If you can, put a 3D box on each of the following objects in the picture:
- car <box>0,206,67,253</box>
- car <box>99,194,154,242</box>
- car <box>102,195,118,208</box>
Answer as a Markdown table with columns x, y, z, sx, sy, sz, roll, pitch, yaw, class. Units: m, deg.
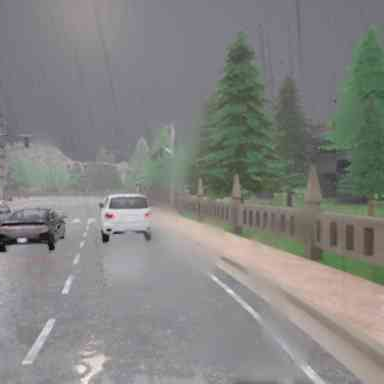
| x | y | z | sx | sy | sz | roll | pitch | yaw | class |
| --- | --- | --- | --- | --- | --- | --- | --- | --- | --- |
| -6.273 | 1.394 | 13.456 | 2.128 | 1.511 | 4.902 | 0 | 0 | -14 | car |
| -3.186 | 1.092 | 15.867 | 2.150 | 2.045 | 5.566 | 0 | 1 | -15 | car |
| -10.390 | 1.195 | 42.046 | 1.812 | 1.442 | 4.674 | -1 | 1 | -15 | car |
